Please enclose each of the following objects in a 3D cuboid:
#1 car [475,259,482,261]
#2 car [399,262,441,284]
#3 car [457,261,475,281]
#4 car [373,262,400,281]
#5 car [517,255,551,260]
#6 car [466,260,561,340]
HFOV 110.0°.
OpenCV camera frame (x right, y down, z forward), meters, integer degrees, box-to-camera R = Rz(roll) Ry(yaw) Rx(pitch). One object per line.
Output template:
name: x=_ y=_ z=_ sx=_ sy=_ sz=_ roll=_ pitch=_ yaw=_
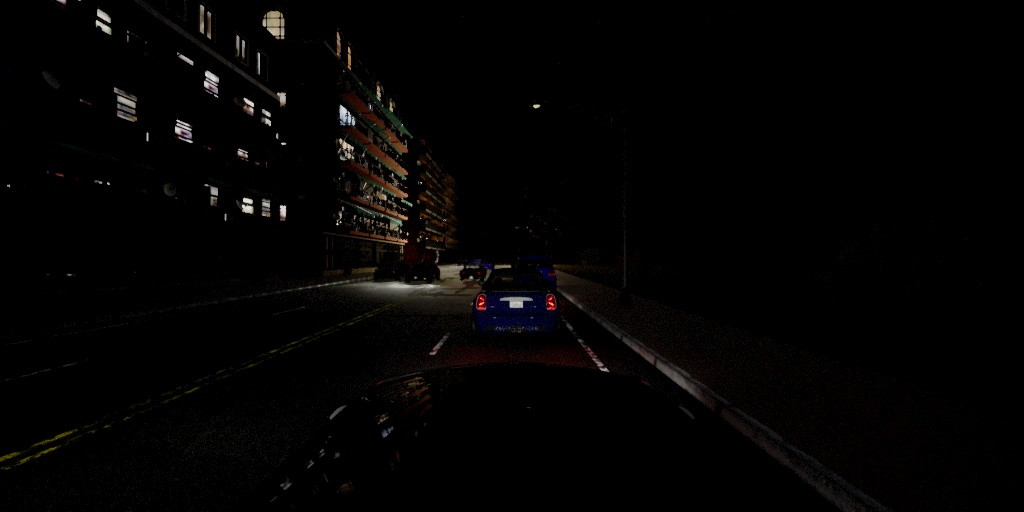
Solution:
car: x=-3.155 y=1.229 z=45.401 sx=1.882 sy=1.535 sz=5.008 roll=0 pitch=0 yaw=0
car: x=-6.604 y=1.257 z=26.945 sx=1.837 sy=1.490 sz=4.892 roll=0 pitch=0 yaw=0
car: x=-3.155 y=1.353 z=30.086 sx=1.895 sy=1.301 sz=4.718 roll=0 pitch=0 yaw=0
car: x=-9.855 y=1.230 z=29.803 sx=1.882 sy=1.535 sz=5.008 roll=0 pitch=0 yaw=0
car: x=1.133 y=0.977 z=19.712 sx=2.150 sy=2.045 sz=5.566 roll=0 pitch=0 yaw=0
car: x=0.096 y=1.103 z=10.136 sx=2.097 sy=1.767 sz=4.553 roll=0 pitch=0 yaw=0
